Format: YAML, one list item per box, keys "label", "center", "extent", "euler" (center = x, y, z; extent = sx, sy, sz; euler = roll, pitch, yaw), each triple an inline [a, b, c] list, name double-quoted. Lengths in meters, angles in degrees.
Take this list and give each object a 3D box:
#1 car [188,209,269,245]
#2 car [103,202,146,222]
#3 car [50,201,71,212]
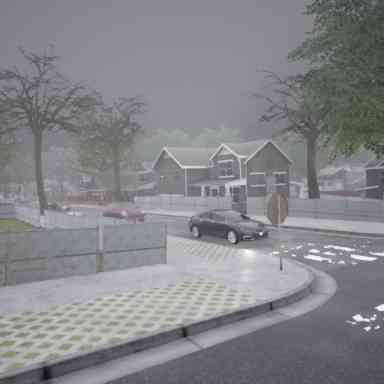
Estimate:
- label: "car"
  center: [1.700, 1.644, 16.881]
  extent: [1.837, 1.490, 4.892]
  euler: [-3, 2, -35]
- label: "car"
  center: [-5.607, 1.597, 27.268]
  extent: [2.097, 1.767, 4.553]
  euler: [-3, 1, -35]
- label: "car"
  center: [-17.667, 1.923, 44.566]
  extent: [2.128, 1.511, 4.902]
  euler: [-3, 1, -35]
